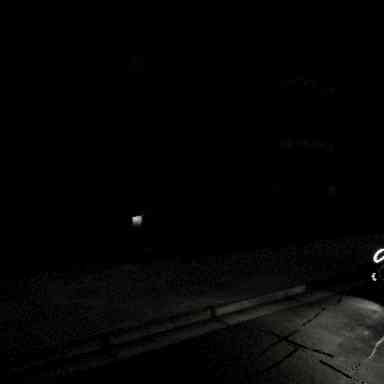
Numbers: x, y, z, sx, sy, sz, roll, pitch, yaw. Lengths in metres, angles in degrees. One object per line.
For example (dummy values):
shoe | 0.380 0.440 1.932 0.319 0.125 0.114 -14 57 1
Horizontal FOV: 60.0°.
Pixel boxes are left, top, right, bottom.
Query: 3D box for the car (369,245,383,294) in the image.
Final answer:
car | 6.009 1.355 7.561 4.553 1.767 2.097 0 0 -36
